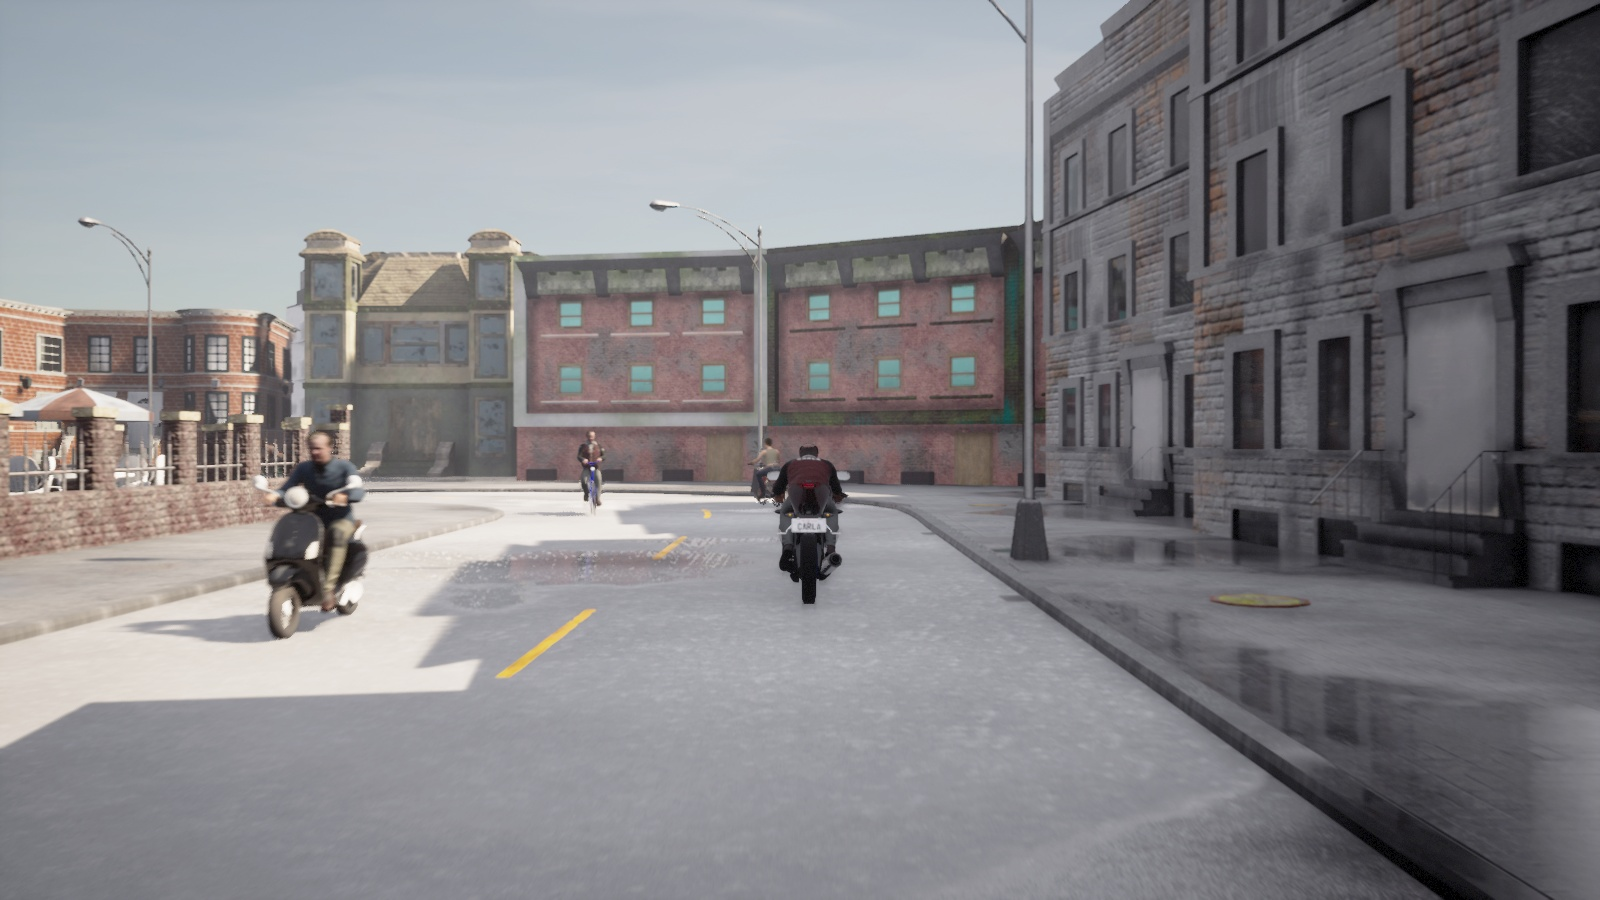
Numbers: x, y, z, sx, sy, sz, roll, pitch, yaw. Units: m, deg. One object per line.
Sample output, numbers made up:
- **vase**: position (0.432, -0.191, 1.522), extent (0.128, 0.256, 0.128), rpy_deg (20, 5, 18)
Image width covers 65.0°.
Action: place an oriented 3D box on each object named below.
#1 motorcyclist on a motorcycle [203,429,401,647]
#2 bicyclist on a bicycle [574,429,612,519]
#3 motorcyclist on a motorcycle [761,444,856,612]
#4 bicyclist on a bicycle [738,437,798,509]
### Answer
- **motorcyclist on a motorcycle**: position (-3.928, 0.640, 10.087), extent (0.866, 1.590, 1.817), rpy_deg (0, 0, 0)
- **bicyclist on a bicycle**: position (-4.267, 0.469, 25.782), extent (0.659, 1.776, 1.843), rpy_deg (-1, 0, -11)
- **motorcyclist on a motorcycle**: position (0.087, 0.711, 12.574), extent (0.866, 1.530, 2.191), rpy_deg (0, 0, 0)
- **bicyclist on a bicycle**: position (-0.760, 0.518, 29.449), extent (0.866, 1.612, 1.509), rpy_deg (-2, 1, -22)
